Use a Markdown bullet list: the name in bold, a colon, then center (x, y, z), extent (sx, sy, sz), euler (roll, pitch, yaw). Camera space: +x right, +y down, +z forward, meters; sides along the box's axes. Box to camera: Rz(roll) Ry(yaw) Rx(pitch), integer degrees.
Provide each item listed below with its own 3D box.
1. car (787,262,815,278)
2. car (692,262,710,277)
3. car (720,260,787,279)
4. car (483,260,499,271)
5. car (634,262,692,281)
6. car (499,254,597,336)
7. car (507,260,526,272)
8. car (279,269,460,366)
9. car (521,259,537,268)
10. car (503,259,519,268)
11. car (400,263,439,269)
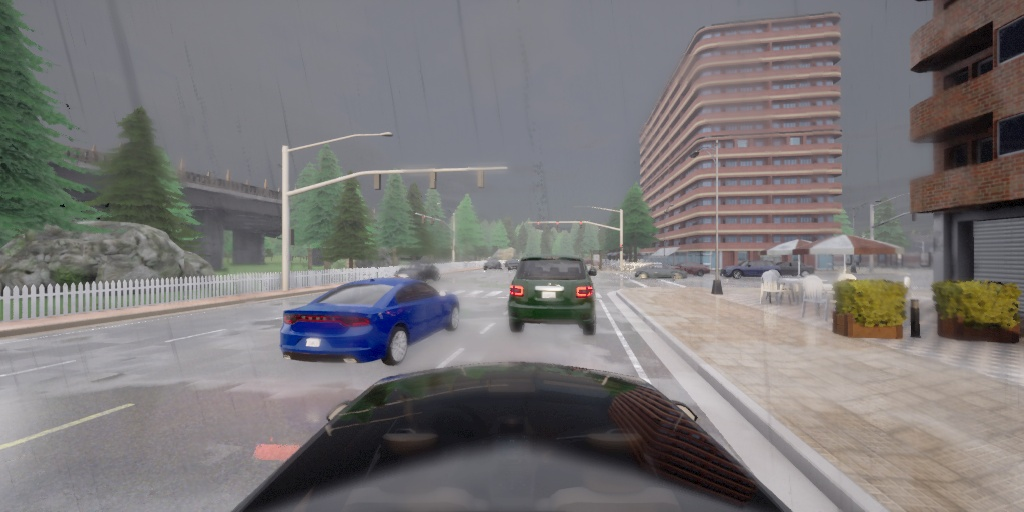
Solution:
- **car**: center (26.616, 1.310, 35.121), extent (4.892, 1.490, 1.837), euler (0, 0, 10)
- **car**: center (17.701, 1.331, 36.793), extent (4.674, 1.442, 1.812), euler (0, 0, 13)
- **car**: center (21.519, 1.157, 32.484), extent (4.553, 1.767, 2.097), euler (0, 0, 10)
- **car**: center (-2.650, 1.255, 49.587), extent (1.837, 1.490, 4.892), euler (0, 0, 10)
- **car**: center (12.554, 1.368, 30.494), extent (4.181, 1.385, 1.994), euler (0, 0, 14)
- **car**: center (1.320, 0.971, 10.720), extent (2.150, 2.045, 5.566), euler (0, 0, 10)
- **car**: center (0.666, 1.314, 48.238), extent (1.994, 1.385, 4.181), euler (0, 0, 10)
- **car**: center (-2.709, 1.228, 8.141), extent (1.882, 1.535, 5.008), euler (0, 0, 11)
- **car**: center (2.898, 1.239, 60.786), extent (2.128, 1.511, 4.902), euler (0, 0, 10)
- **car**: center (-0.137, 1.255, 63.621), extent (1.837, 1.490, 4.892), euler (0, 0, 10)
- **car**: center (-6.806, 1.242, 26.077), extent (2.128, 1.511, 4.902), euler (0, 0, 10)
